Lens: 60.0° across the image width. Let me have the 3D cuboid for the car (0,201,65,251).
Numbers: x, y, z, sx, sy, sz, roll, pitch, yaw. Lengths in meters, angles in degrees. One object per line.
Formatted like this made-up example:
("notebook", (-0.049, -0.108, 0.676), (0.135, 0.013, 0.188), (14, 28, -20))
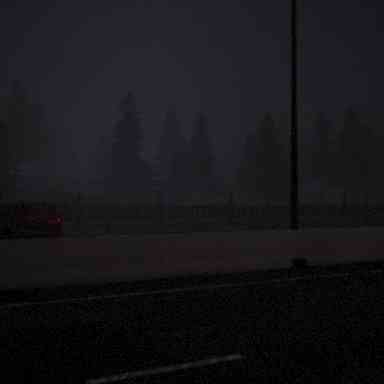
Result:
("car", (-8.574, 1.431, 14.571), (5.566, 2.045, 2.150), (0, -1, -19))

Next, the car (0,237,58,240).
("car", (-7.486, 1.708, 11.239), (5.357, 1.411, 2.033), (0, -1, -19))
